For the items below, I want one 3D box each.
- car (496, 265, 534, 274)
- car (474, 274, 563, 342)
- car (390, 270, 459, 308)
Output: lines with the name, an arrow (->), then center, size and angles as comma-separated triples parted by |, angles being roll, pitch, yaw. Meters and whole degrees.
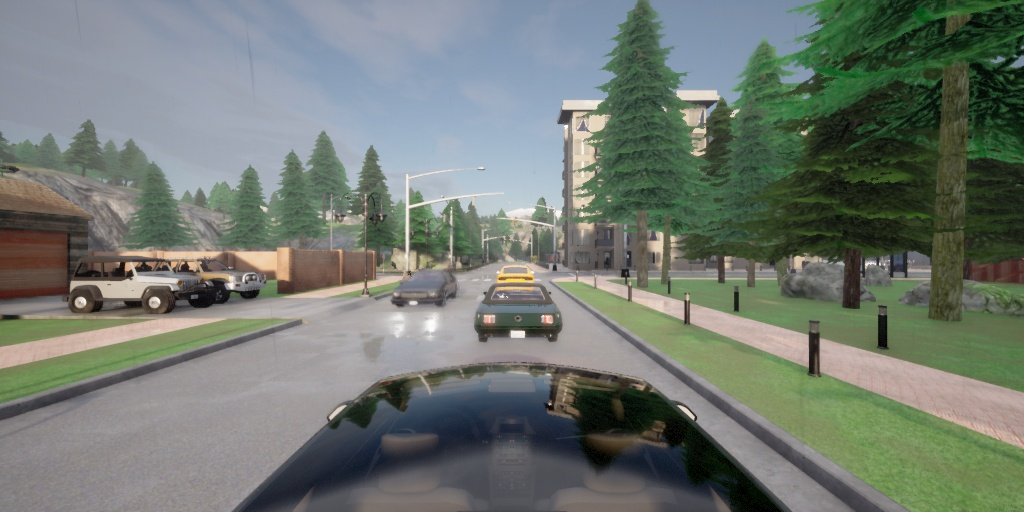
car -> 0.176, 1.228, 19.050 | 1.882, 1.535, 5.008 | 0, 0, 0
car -> 0.146, 1.351, 9.711 | 1.895, 1.301, 4.718 | 0, 0, 0
car -> -3.502, 1.297, 15.512 | 2.033, 1.411, 5.357 | 0, 0, 1
